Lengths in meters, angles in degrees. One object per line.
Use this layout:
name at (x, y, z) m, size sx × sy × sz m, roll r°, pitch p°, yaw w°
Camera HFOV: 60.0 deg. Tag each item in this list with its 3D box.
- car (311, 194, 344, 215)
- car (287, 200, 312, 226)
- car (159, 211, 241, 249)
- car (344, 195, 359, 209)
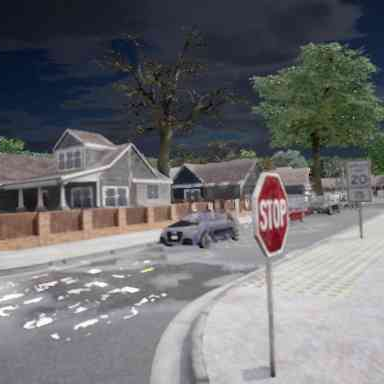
car at (11.498, 1.073, 29.286) m, size 2.097 × 1.767 × 4.553 m, roll -3°, pitch -1°, yaw 37°
car at (5.949, 1.442, 21.748) m, size 1.895 × 1.301 × 4.718 m, roll -3°, pitch -1°, yaw 36°
car at (0.451, 1.528, 14.317) m, size 1.994 × 1.385 × 4.181 m, roll -3°, pitch -1°, yaw 35°
car at (17.642, 1.083, 37.545) m, size 2.128 × 1.511 × 4.902 m, roll -3°, pitch -1°, yaw 37°
